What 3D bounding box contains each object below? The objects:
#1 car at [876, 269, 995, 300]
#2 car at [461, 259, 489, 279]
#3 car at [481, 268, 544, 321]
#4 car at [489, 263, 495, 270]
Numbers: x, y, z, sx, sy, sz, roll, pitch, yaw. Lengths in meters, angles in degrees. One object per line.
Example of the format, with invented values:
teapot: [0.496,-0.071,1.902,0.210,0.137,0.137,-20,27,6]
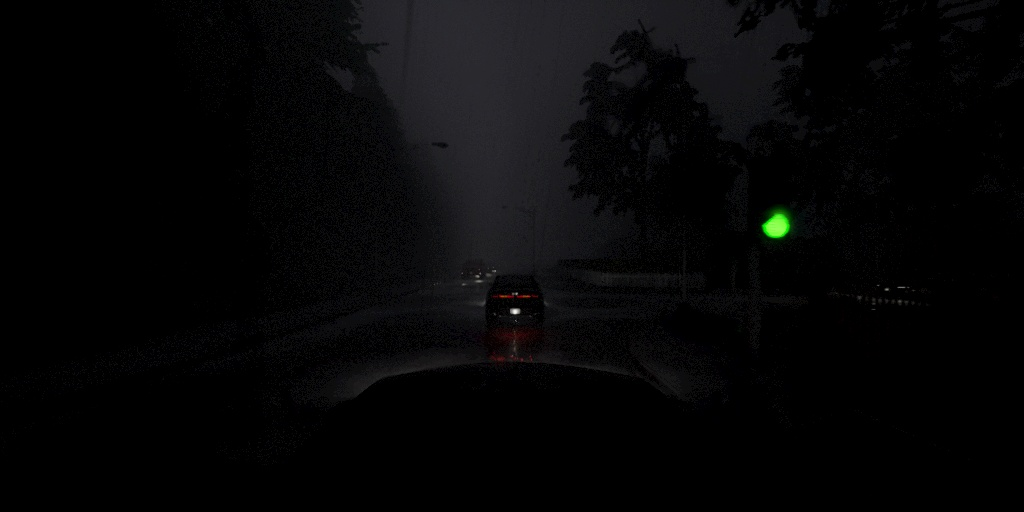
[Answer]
car: [21.914,1.436,18.658,4.892,1.490,1.837,-1,-1,0]
car: [-4.084,1.377,38.769,2.150,2.045,5.566,0,-1,1]
car: [0.097,1.380,12.966,1.837,1.490,4.892,0,0,0]
car: [-4.066,1.653,52.000,2.097,1.767,4.553,0,-1,0]
